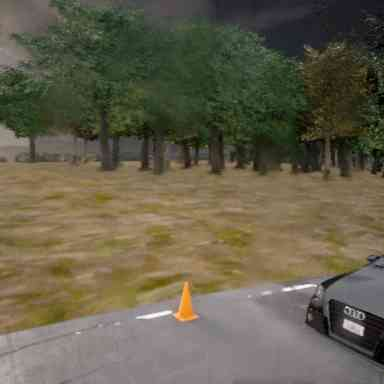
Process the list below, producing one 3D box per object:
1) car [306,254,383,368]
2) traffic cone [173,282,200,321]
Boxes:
[{"bbox_3d":[3.798,1.536,5.050,4.181,1.385,1.994,1,1,-27],"label":"car"},{"bbox_3d":[-0.092,1.829,5.672,0.340,0.580,0.340,0,1,-32],"label":"traffic cone"}]
